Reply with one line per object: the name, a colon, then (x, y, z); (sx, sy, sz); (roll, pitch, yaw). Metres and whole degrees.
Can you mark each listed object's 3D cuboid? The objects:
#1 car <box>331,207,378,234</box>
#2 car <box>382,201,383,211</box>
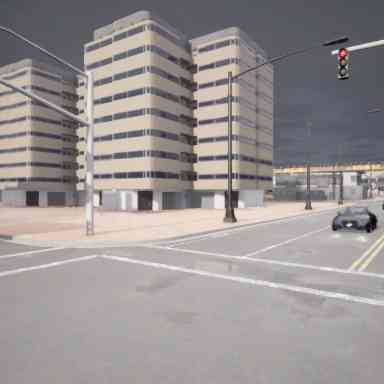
car: (9.572, 1.569, 19.466); (1.994, 1.385, 4.181); (0, 0, 35)
car: (24.433, 1.547, 40.453); (1.994, 1.385, 4.181); (0, 0, 35)
